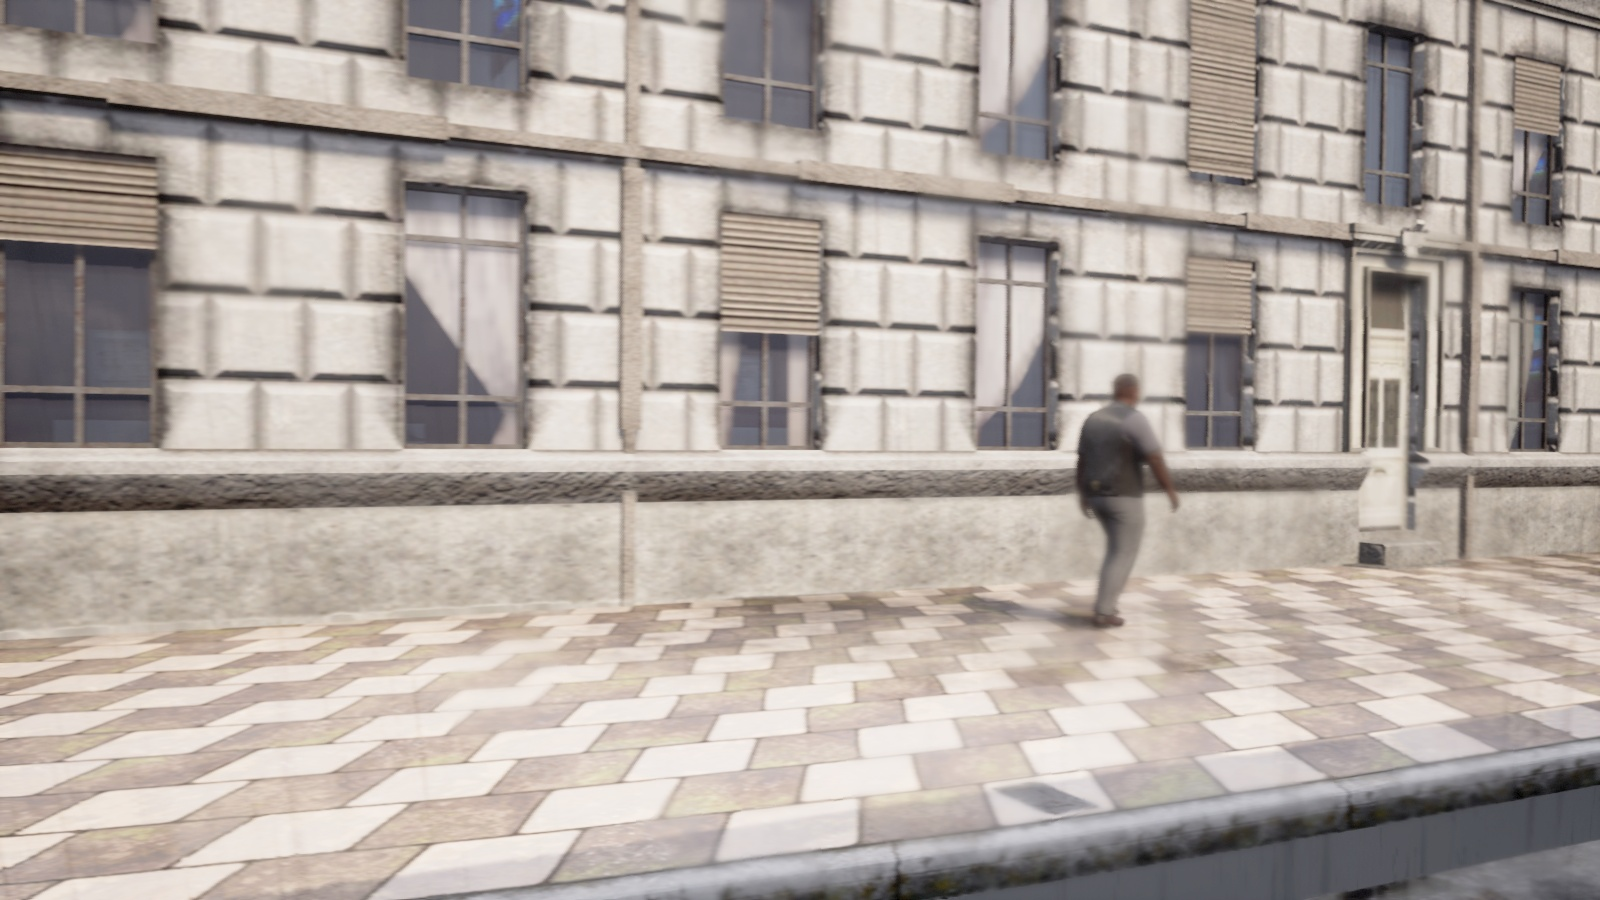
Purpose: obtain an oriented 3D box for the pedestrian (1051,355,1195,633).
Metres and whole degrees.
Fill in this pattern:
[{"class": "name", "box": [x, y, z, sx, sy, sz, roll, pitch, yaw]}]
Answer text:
[{"class": "pedestrian", "box": [2.311, 0.292, 8.971, 0.849, 1.883, 0.563, -1, 1, -35]}]
